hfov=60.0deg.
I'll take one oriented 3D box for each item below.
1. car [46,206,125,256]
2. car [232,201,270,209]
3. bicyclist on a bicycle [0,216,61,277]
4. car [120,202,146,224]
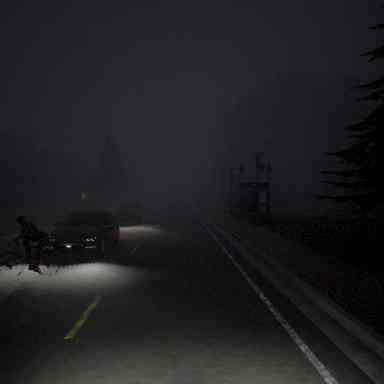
[{"bbox_3d":[-4.088,1.505,13.167,1.837,1.490,4.892,0,0,-2],"label":"car"},{"bbox_3d":[7.733,1.586,43.724,4.718,1.301,1.895,0,0,-4],"label":"car"},{"bbox_3d":[-4.329,1.455,8.817,1.656,1.620,0.582,-2,0,-2],"label":"bicyclist on a bicycle"},{"bbox_3d":[-4.560,1.478,24.961,1.882,1.535,5.008,0,0,-2],"label":"car"}]
